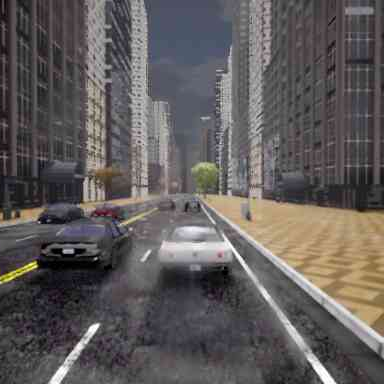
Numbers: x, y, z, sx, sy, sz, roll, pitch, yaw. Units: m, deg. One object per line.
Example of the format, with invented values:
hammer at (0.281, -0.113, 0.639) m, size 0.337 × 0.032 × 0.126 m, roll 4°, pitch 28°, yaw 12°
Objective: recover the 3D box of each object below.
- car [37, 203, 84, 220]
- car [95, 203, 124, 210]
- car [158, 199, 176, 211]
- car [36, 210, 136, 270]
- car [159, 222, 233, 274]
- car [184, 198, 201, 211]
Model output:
car at (-9.849, 1.574, 25.515) m, size 2.033 × 1.411 × 5.357 m, roll 0°, pitch 0°, yaw 0°
car at (-6.595, 1.591, 26.363) m, size 1.994 × 1.385 × 4.181 m, roll 0°, pitch 0°, yaw 0°
car at (-3.147, 1.609, 42.432) m, size 1.994 × 1.385 × 4.181 m, roll 0°, pitch 0°, yaw 0°
car at (-3.149, 1.559, 10.995) m, size 2.033 × 1.411 × 5.357 m, roll 0°, pitch 0°, yaw 0°
car at (0.093, 1.612, 10.557) m, size 1.895 × 1.301 × 4.718 m, roll 0°, pitch 0°, yaw 0°
car at (0.102, 1.536, 40.933) m, size 2.128 × 1.511 × 4.902 m, roll 0°, pitch 0°, yaw 0°
